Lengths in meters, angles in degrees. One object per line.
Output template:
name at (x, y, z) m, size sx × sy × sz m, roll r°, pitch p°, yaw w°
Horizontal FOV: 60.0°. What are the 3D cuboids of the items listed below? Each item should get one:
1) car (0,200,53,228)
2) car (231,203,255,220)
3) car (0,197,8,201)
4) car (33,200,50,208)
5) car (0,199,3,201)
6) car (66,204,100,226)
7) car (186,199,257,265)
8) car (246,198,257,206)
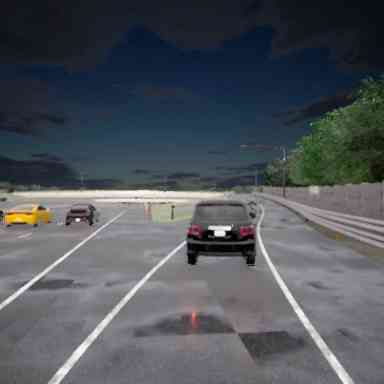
car at (-11.351, 1.599, 23.530) m, size 1.882 × 1.535 × 5.008 m, roll 0°, pitch -1°, yaw -8°
car at (5.008, 1.849, 32.025) m, size 1.994 × 1.385 × 4.181 m, roll -1°, pitch -1°, yaw 13°
car at (-33.993, 1.907, 58.112) m, size 2.150 × 2.045 × 5.566 m, roll 0°, pitch -1°, yaw -8°
car at (-32.371, 2.540, 71.674) m, size 1.882 × 1.535 × 5.008 m, roll 0°, pitch -2°, yaw -8°
car at (-28.847, 2.038, 46.452) m, size 1.895 × 1.301 × 4.718 m, roll 0°, pitch -1°, yaw -7°
car at (-8.128, 1.658, 25.028) m, size 1.837 × 1.490 × 4.892 m, roll 0°, pitch -1°, yaw -8°
car at (1.126, 1.306, 12.183) m, size 2.150 × 2.045 × 5.566 m, roll 0°, pitch -1°, yaw 7°
car at (11.000, 1.862, 61.762) m, size 1.895 × 1.301 × 4.718 m, roll 0°, pitch 1°, yaw 9°
